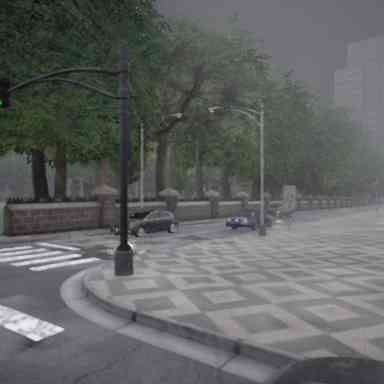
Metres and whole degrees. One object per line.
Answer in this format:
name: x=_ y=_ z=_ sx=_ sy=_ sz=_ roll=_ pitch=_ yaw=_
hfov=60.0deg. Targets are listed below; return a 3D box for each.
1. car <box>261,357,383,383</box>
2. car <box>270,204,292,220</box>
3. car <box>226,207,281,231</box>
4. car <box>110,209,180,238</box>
car: x=2.234 y=1.551 z=1.374 sx=4.403 sy=1.369 sz=2.008 roll=0 pitch=0 yaw=35
car: x=9.666 y=2.134 z=37.572 sx=2.097 sy=1.767 sz=4.553 roll=0 pitch=-1 yaw=35
car: x=4.491 y=2.041 z=24.698 sx=2.033 sy=1.411 sz=5.357 roll=0 pitch=-1 yaw=35
car: x=-2.690 y=1.839 z=20.004 sx=1.837 sy=1.490 sz=4.892 roll=0 pitch=-1 yaw=35
